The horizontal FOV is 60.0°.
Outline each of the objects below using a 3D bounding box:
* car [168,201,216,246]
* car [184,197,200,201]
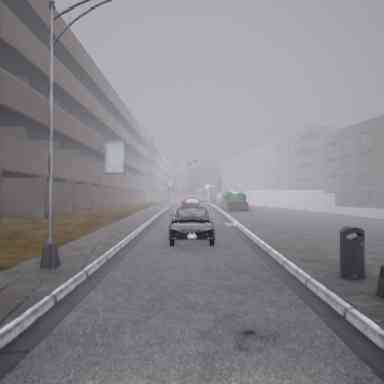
[{"bbox_3d":[0.000,1.391,14.647,2.128,1.511,4.902,0,1,0],"label":"car"},{"bbox_3d":[0.000,1.214,29.653,1.812,1.442,4.674,0,1,0],"label":"car"}]
